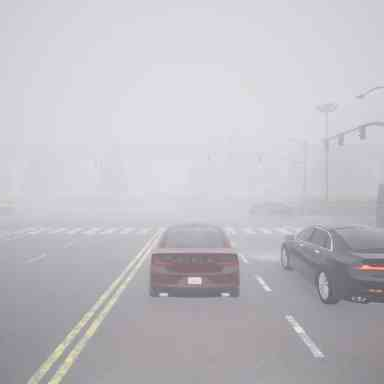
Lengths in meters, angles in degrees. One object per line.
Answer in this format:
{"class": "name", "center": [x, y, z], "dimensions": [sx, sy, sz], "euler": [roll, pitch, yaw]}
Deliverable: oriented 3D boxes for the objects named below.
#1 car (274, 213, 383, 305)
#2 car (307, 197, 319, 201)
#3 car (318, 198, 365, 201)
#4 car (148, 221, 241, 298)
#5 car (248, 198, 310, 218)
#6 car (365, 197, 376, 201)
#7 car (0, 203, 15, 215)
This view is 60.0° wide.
{"class": "car", "center": [3.555, 1.505, 8.078], "dimensions": [1.837, 1.490, 4.892], "euler": [0, 0, 0]}
{"class": "car", "center": [16.571, 1.505, 47.091], "dimensions": [4.892, 1.490, 1.837], "euler": [0, 0, 0]}
{"class": "car", "center": [17.974, 1.564, 40.087], "dimensions": [4.181, 1.385, 1.994], "euler": [0, 0, 0]}
{"class": "car", "center": [0.057, 1.478, 8.591], "dimensions": [1.882, 1.535, 5.008], "euler": [0, 0, 0]}
{"class": "car", "center": [7.450, 1.505, 29.426], "dimensions": [4.892, 1.490, 1.837], "euler": [0, 0, 0]}
{"class": "car", "center": [20.490, 1.547, 43.577], "dimensions": [5.357, 1.411, 2.033], "euler": [0, 0, 0]}
{"class": "car", "center": [-20.302, 1.477, 33.029], "dimensions": [5.008, 1.535, 1.882], "euler": [0, 0, 0]}
